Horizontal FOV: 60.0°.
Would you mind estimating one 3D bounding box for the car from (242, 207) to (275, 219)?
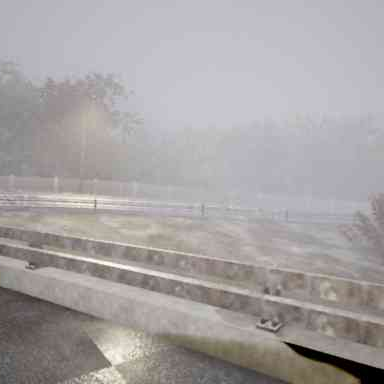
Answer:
[{"bbox_3d":[8.092,2.499,40.373,4.181,1.385,1.994,5,0,-23],"label":"car"}]
